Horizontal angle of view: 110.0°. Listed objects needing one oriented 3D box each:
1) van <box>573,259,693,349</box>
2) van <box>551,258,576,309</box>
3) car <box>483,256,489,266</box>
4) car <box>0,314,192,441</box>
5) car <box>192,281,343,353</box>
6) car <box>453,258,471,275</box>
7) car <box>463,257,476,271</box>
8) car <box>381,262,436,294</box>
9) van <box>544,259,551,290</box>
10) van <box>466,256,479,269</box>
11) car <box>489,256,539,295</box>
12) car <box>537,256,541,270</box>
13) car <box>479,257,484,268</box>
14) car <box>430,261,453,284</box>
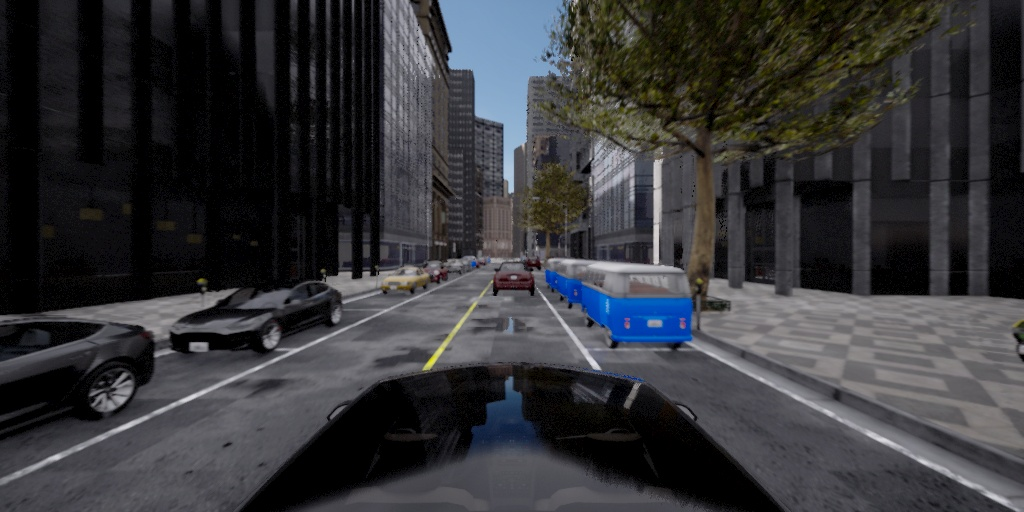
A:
[{"bbox_3d":[2.763,1.066,8.785,1.690,1.789,3.998,0,0,0],"label":"van"},{"bbox_3d":[2.763,1.047,14.404,1.690,1.789,3.998,0,0,0],"label":"van"},{"bbox_3d":[-5.764,0.995,64.965,1.967,1.591,4.097,0,0,0],"label":"car"},{"bbox_3d":[-5.762,1.312,3.160,1.948,1.339,4.313,0,0,0],"label":"car"},{"bbox_3d":[-5.762,1.292,8.778,1.948,1.339,4.313,0,0,0],"label":"car"},{"bbox_3d":[-5.763,1.187,36.872,2.007,1.370,4.403,0,0,0],"label":"car"},{"bbox_3d":[-5.763,1.170,42.490,2.007,1.370,4.403,0,0,0],"label":"car"},{"bbox_3d":[-5.763,1.215,19.846,1.751,1.417,4.829,0,0,0],"label":"car"},{"bbox_3d":[2.762,1.029,20.022,1.690,1.789,3.998,0,0,0],"label":"van"},{"bbox_3d":[-5.764,0.944,48.109,1.690,1.789,3.998,0,0,0],"label":"van"},{"bbox_3d":[0.096,1.042,19.310,2.097,1.767,4.553,0,0,0],"label":"car"},{"bbox_3d":[2.762,0.917,48.114,2.192,1.841,5.009,0,0,0],"label":"car"},{"bbox_3d":[-5.764,1.132,53.728,1.888,1.381,4.507,0,0,0],"label":"car"},{"bbox_3d":[-5.763,1.111,25.634,1.967,1.591,4.097,0,0,0],"label":"car"}]
